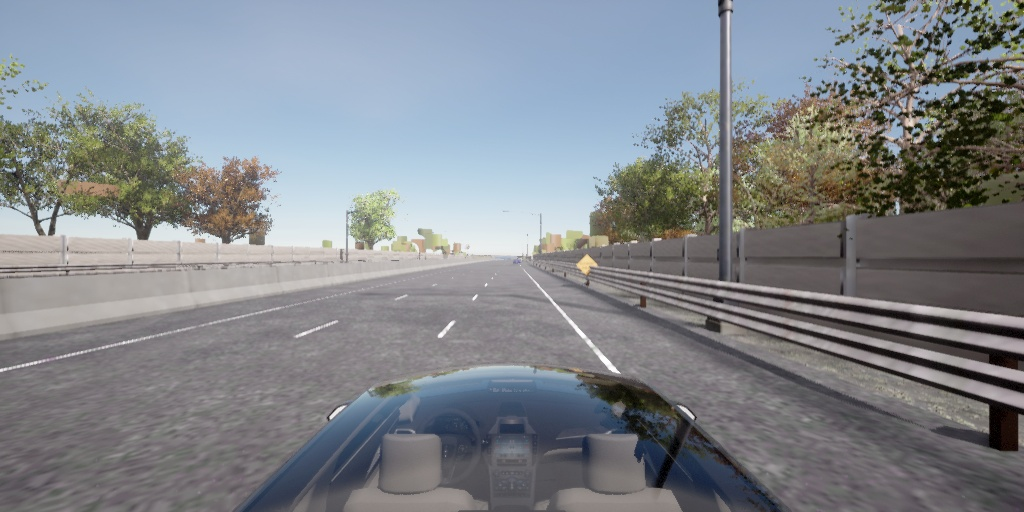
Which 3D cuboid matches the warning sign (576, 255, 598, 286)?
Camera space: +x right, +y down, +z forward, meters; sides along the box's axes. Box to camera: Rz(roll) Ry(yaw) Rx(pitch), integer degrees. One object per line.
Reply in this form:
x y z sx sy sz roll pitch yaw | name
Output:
4.550 0.847 21.754 1.300 1.860 1.060 0 0 0 | warning sign
